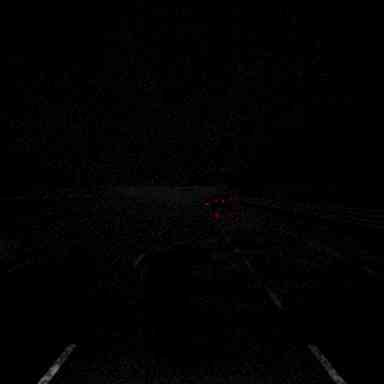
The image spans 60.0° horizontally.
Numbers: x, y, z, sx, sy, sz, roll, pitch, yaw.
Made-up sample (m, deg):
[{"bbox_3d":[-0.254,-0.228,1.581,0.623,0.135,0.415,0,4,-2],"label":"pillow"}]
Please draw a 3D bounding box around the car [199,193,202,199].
[{"bbox_3d":[3.510,1.507,86.001,1.895,1.301,4.718,0,0,0],"label":"car"}]

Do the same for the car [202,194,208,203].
[{"bbox_3d":[3.509,1.474,69.429,1.812,1.442,4.674,0,0,0],"label":"car"}]

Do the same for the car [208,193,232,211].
[{"bbox_3d":[3.505,1.152,40.489,2.150,2.045,5.566,0,0,0],"label":"car"}]
